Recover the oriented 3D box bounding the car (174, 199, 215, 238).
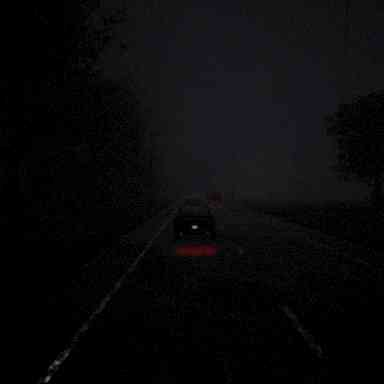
[{"bbox_3d":[0.122,1.352,16.836,1.882,1.535,5.008,0,0,0],"label":"car"}]

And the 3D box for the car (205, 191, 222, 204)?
[{"bbox_3d":[3.665,0.820,54.703,2.150,2.045,5.566,0,1,0],"label":"car"}]

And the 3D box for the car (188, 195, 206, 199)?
[{"bbox_3d":[0.147,1.305,34.876,1.994,1.385,4.181,0,0,0],"label":"car"}]

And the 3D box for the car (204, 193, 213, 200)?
[{"bbox_3d":[3.602,0.984,73.561,1.812,1.442,4.674,0,0,0],"label":"car"}]
